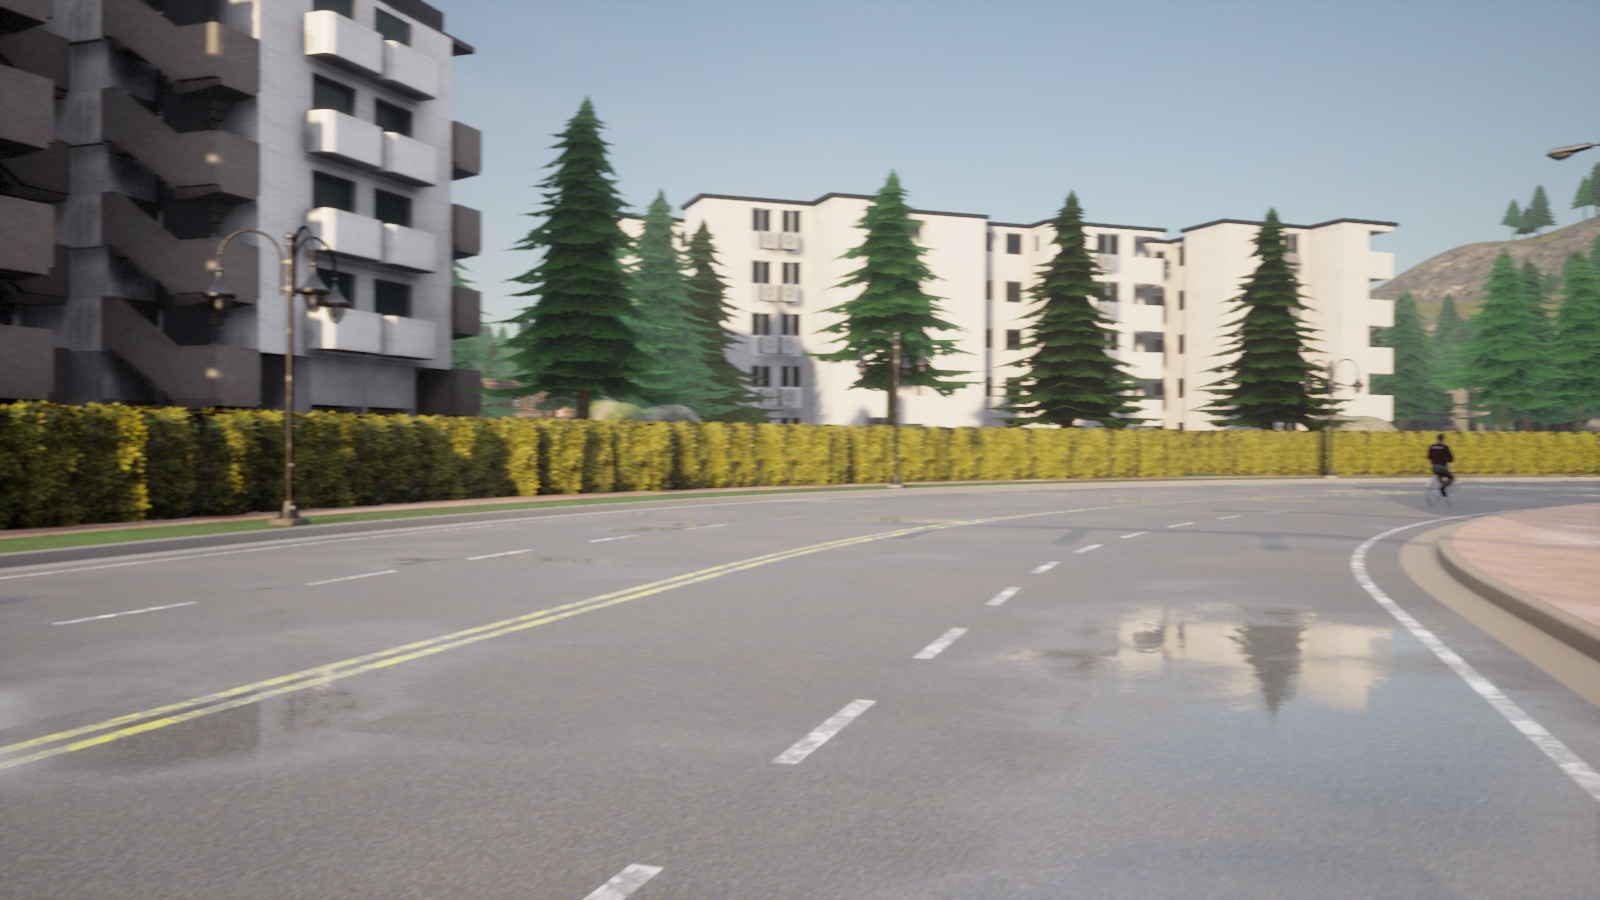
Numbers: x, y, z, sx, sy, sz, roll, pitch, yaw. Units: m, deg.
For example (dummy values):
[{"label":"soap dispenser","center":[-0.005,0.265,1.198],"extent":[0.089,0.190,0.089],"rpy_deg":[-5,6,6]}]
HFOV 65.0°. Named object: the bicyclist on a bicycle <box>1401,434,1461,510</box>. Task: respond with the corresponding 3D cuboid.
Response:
[{"label":"bicyclist on a bicycle","center":[15.133,0.509,30.091],"extent":[1.843,1.776,0.659],"rpy_deg":[0,1,-43]}]
